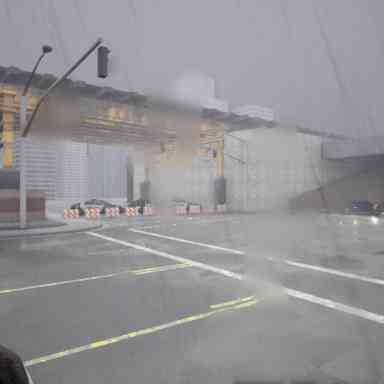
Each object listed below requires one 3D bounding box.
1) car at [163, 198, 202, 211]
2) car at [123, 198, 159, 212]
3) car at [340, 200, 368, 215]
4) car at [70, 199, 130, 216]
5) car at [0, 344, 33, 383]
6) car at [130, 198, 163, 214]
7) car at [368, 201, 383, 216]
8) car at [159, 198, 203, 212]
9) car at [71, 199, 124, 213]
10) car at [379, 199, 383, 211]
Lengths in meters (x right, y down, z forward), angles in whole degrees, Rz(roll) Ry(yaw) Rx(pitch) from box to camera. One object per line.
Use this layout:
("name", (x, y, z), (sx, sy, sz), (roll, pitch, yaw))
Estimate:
("car", (-1.403, 1.295, 38.530), (4.536, 1.218, 1.853), (0, 0, -7))
("car", (-5.239, 1.295, 34.819), (1.853, 1.218, 4.536), (0, 0, 18))
("car", (17.188, 1.526, 34.377), (4.674, 1.442, 1.812), (0, 0, -37))
("car", (-8.995, 1.453, 32.078), (4.974, 1.542, 2.038), (0, 0, 8))
("car", (-3.331, 1.492, 1.395), (4.902, 1.511, 2.128), (0, 0, -35))
("car", (-5.255, 1.453, 34.770), (2.038, 1.542, 4.974), (0, 0, 18))
("car", (18.967, 1.352, 31.332), (4.553, 1.767, 2.097), (0, 0, -37))
("car", (-1.351, 1.453, 38.536), (4.974, 1.542, 2.038), (0, 0, -7))
("car", (-9.046, 1.295, 32.085), (4.536, 1.218, 1.853), (0, 0, 8))
("car", (24.838, 1.547, 40.149), (5.357, 1.411, 2.033), (0, 0, -37))
